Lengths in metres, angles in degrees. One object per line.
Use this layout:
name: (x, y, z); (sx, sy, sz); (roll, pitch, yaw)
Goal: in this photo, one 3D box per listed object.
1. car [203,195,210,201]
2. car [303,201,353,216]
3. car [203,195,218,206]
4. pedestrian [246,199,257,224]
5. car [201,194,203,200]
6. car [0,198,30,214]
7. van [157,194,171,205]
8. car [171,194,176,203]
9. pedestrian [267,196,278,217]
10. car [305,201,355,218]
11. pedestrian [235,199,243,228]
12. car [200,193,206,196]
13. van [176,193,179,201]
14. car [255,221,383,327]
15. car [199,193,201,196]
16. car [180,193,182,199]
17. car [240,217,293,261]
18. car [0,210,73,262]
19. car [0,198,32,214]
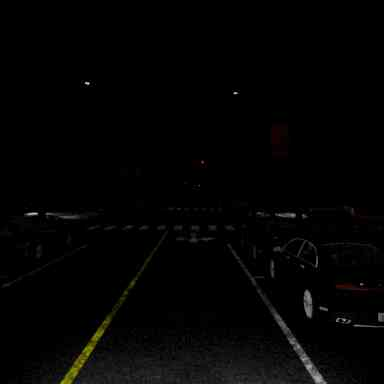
car: (3.711, 1.560, 87.343); (1.752, 1.417, 4.829); (0, 0, 1)
car: (15.149, 1.821, 37.224); (4.892, 1.490, 1.837); (1, 0, 0)
car: (3.235, 1.567, 54.098); (2.008, 1.369, 4.403); (0, 0, 1)
pedestrian: (3.599, 1.297, 19.789); (0.375, 1.860, 0.375); (0, 0, 0)
car: (3.393, 1.572, 65.123); (2.008, 1.369, 4.403); (0, 0, 1)
car: (-16.616, 1.215, 27.537); (4.902, 1.511, 2.128); (1, 0, 1)
van: (-5.210, 1.360, 59.730); (1.690, 1.788, 3.998); (0, 0, 1)
car: (-5.052, 1.591, 70.754); (1.947, 1.339, 4.313); (0, 0, 1)
pedestrian: (4.673, 1.141, 19.180); (0.375, 1.860, 0.375); (0, 0, 0)
car: (14.071, 1.817, 33.964); (4.674, 1.442, 1.812); (1, 0, 1)
pedestrian: (2.961, 1.297, 20.390); (0.375, 1.860, 0.375); (0, 0, 0)
car: (3.472, 1.340, 70.635); (2.192, 1.841, 5.009); (0, 0, 1)
van: (-4.894, 1.372, 81.778); (1.690, 1.788, 3.998); (0, 0, 1)
car: (2.799, 1.551, 6.924); (2.008, 1.369, 4.403); (0, 0, 0)
car: (3.788, 1.478, 92.685); (1.967, 1.590, 4.097); (0, 0, 1)
car: (-4.736, 1.353, 92.802); (2.192, 1.841, 5.009); (0, 0, 1)
car: (2.825, 1.552, 11.916); (2.008, 1.369, 4.403); (0, 0, 0)
car: (-5.700, 1.552, 11.964); (2.008, 1.369, 4.403); (0, 0, 0)
car: (-17.378, 1.281, 30.798); (4.181, 1.385, 1.994); (1, 0, 0)
